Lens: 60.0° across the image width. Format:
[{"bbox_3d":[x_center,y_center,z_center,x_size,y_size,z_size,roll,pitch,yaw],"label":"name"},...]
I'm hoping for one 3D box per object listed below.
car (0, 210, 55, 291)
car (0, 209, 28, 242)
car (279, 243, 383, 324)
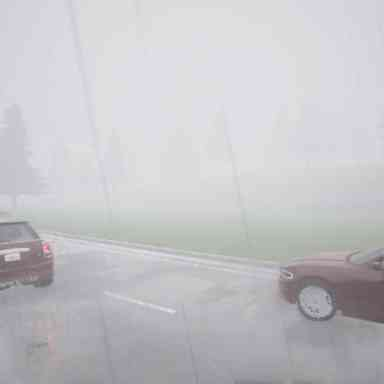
[{"bbox_3d":[-5.422,1.405,8.318,4.553,1.767,2.097,-1,0,39],"label":"car"},{"bbox_3d":[-10.800,1.659,17.576,5.357,1.411,2.033,0,0,43],"label":"car"},{"bbox_3d":[3.978,1.477,5.557,5.008,1.535,1.882,-1,0,36],"label":"car"}]
